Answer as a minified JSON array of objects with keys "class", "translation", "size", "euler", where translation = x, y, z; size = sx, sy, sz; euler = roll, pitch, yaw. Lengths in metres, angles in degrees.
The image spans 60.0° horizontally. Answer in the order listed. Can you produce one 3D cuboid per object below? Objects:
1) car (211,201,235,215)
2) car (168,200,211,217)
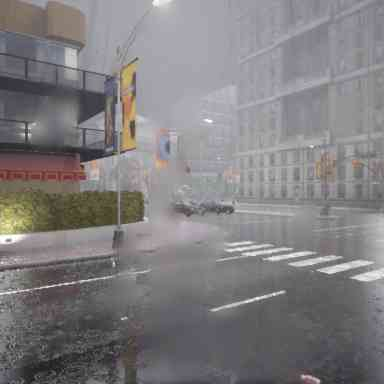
[{"class":"car","translation":[2.251,1.601,34.143],"size":[1.895,1.301,4.718],"euler":[0,0,-35]},{"class":"car","translation":[-0.598,1.526,32.112],"size":[1.812,1.442,4.674],"euler":[0,0,-35]}]
